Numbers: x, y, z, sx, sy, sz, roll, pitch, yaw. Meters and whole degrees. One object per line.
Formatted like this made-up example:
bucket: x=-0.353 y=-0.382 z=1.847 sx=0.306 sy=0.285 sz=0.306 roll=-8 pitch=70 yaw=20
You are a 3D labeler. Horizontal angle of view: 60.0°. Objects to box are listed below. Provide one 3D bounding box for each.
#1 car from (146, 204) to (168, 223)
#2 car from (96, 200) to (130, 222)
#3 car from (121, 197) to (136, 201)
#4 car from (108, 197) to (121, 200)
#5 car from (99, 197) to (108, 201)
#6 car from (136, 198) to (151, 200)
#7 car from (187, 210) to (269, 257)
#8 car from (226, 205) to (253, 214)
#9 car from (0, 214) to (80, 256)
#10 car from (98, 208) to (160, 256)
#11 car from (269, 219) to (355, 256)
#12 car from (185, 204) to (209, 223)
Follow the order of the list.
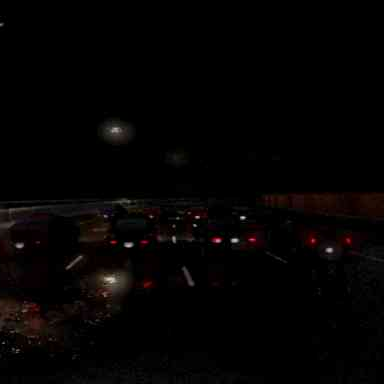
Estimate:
car: x=-3.086 y=1.722 z=27.662 sx=1.812 sy=1.442 sz=4.674 roll=1 pitch=0 yaw=0
car: x=-6.585 y=1.685 z=27.637 sx=1.812 sy=1.442 sz=4.674 roll=1 pitch=0 yaw=0
car: x=-13.670 y=2.004 z=76.325 sx=2.128 sy=1.511 sz=4.902 roll=0 pitch=0 yaw=16
car: x=-16.978 y=1.974 z=77.472 sx=1.812 sy=1.442 sz=4.674 roll=0 pitch=0 yaw=16
car: x=-20.287 y=1.973 z=78.618 sx=1.994 sy=1.385 sz=4.181 roll=0 pitch=0 yaw=16
car: x=-10.362 y=2.061 z=75.178 sx=1.994 sy=1.385 sz=4.181 roll=0 pitch=0 yaw=16
car: x=1.164 y=1.671 z=13.476 sx=2.033 sy=1.411 sz=5.357 roll=1 pitch=0 yaw=-6
car: x=3.914 y=1.795 z=27.725 sx=1.812 sy=1.442 sz=4.674 roll=1 pitch=0 yaw=0
car: x=-5.826 y=1.574 z=13.143 sx=1.812 sy=1.442 sz=4.674 roll=1 pitch=0 yaw=-5
car: x=-2.346 y=1.613 z=13.516 sx=1.812 sy=1.442 sz=4.674 roll=1 pitch=0 yaw=-5
car: x=4.636 y=1.764 z=13.949 sx=1.895 sy=1.301 sz=4.718 roll=1 pitch=0 yaw=-6
car: x=0.414 y=1.758 z=27.703 sx=1.812 sy=1.442 sz=4.674 roll=1 pitch=0 yaw=0
